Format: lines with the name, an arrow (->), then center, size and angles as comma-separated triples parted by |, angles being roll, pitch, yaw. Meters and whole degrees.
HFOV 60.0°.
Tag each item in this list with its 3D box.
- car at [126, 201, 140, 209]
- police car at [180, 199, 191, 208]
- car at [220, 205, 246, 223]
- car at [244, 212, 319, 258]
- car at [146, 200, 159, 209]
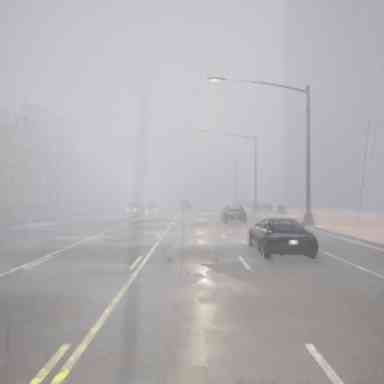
car -> -10.516, 2.237, 59.431 | 1.994, 1.385, 4.181 | 0, -1, 1
police car -> -1.227, 2.114, 60.811 | 1.930, 1.638, 5.238 | 0, -1, 0
car -> 3.516, 1.817, 28.475 | 2.128, 1.511, 4.902 | 0, -1, 0
car -> 3.517, 1.719, 13.484 | 1.994, 1.385, 4.181 | 0, -1, 0
car -> -7.021, 2.194, 59.061 | 1.812, 1.442, 4.674 | 0, -1, 0
